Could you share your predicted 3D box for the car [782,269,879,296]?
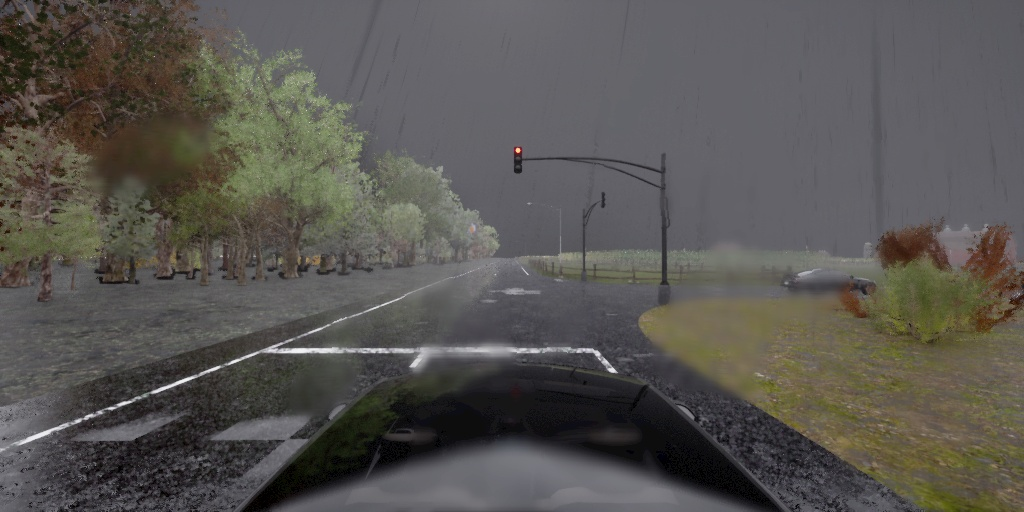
[{"bbox_3d":[18.301,1.470,20.740,4.674,1.442,1.812,1,-1,0],"label":"car"}]
